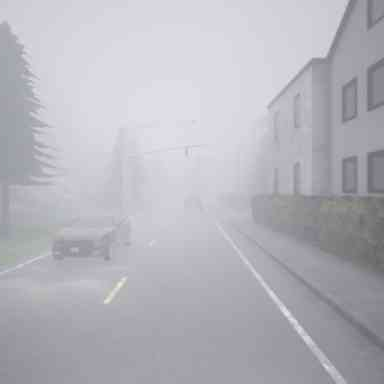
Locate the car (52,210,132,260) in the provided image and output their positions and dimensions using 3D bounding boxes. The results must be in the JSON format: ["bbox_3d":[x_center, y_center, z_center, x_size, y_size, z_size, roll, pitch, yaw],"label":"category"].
[{"bbox_3d":[-3.548,1.487,12.604,1.882,1.535,5.008,0,0,1],"label":"car"}]

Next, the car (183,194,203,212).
[{"bbox_3d":[0.103,1.253,39.361,2.150,2.045,5.566,0,0,-1],"label":"car"}]
